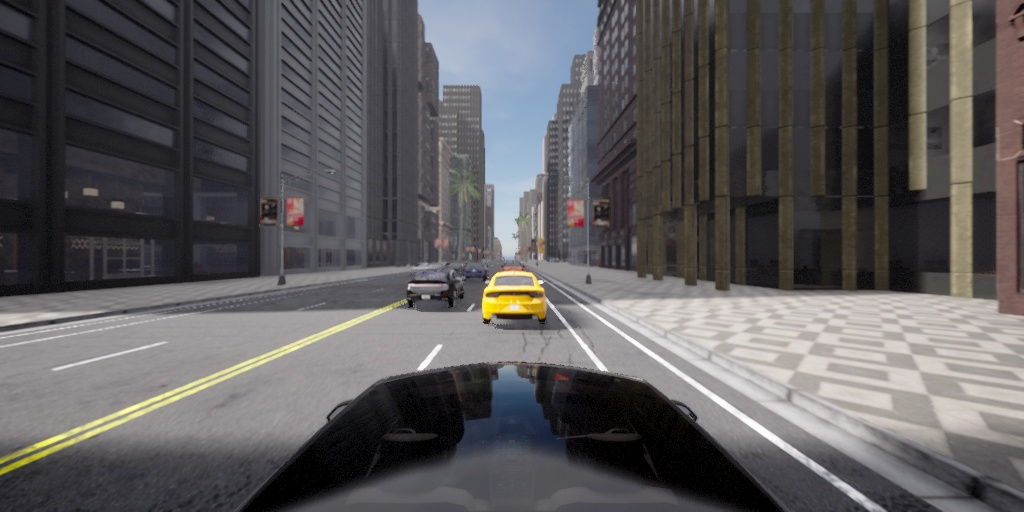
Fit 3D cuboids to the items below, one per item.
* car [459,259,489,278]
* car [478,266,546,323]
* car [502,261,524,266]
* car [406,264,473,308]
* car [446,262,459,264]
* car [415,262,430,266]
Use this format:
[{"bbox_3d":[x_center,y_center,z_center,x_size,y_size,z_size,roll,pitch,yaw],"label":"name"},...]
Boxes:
[{"bbox_3d":[-3.161,1.232,32.062,2.097,1.767,4.553,0,0,0],"label":"car"},{"bbox_3d":[0.080,1.273,12.348,1.882,1.535,5.008,0,0,0],"label":"car"},{"bbox_3d":[0.088,1.232,32.062,2.097,1.767,4.553,0,0,0],"label":"car"},{"bbox_3d":[-3.161,1.302,15.587,2.128,1.511,4.902,0,0,0],"label":"car"},{"bbox_3d":[-6.600,1.418,39.720,1.837,1.490,4.892,0,0,0],"label":"car"},{"bbox_3d":[-9.850,1.437,39.553,1.812,1.442,4.674,0,0,0],"label":"car"}]
